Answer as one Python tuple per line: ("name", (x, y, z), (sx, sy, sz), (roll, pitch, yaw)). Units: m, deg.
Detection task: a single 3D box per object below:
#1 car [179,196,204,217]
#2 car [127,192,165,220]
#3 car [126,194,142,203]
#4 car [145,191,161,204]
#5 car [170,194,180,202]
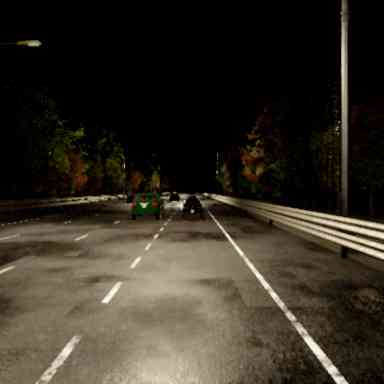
("car", (0.066, 1.379, 29.118), (1.812, 1.442, 4.674), (0, 1, 0))
("car", (-3.454, 1.088, 26.831), (2.150, 2.045, 5.566), (0, 1, 1))
("car", (-10.378, 1.187, 59.886), (1.882, 1.535, 5.008), (0, 0, 0))
("car", (-6.884, 0.939, 58.603), (2.150, 2.045, 5.566), (0, 0, 0))
("car", (-3.421, 1.155, 66.940), (1.882, 1.535, 5.008), (0, 0, 0))
